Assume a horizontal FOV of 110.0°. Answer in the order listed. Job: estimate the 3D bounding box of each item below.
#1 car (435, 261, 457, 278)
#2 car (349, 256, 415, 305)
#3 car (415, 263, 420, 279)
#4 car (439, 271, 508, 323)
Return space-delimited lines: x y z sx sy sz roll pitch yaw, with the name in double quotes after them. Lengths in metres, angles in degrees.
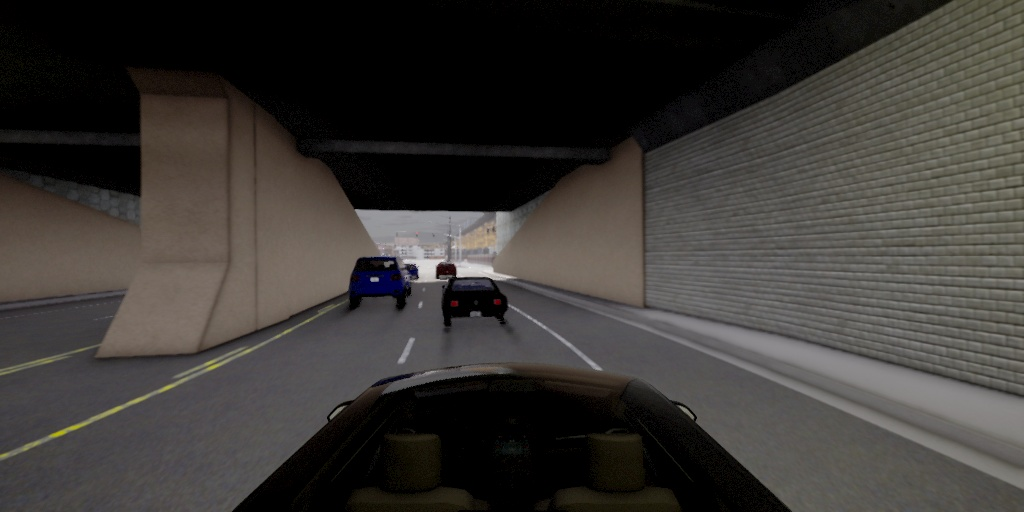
-6.386 1.279 34.803 1.882 1.535 5.008 -1 0 -13 "car"
-5.917 1.024 16.670 2.150 2.045 5.566 -1 0 -12 "car"
-9.815 1.312 34.098 1.882 1.535 5.008 -1 0 -13 "car"
-1.441 1.361 12.325 1.895 1.301 4.718 -1 0 -11 "car"
